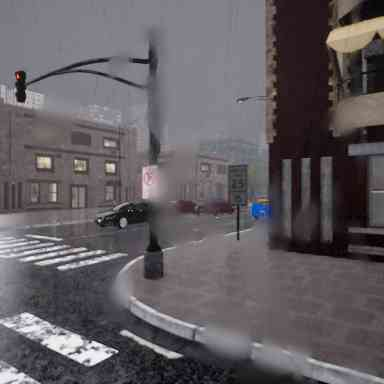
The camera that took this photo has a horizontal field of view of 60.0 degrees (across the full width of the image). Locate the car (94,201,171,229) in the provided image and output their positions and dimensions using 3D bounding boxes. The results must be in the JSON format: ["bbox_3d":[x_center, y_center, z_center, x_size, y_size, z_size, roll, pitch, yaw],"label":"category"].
[{"bbox_3d":[-3.758,1.338,20.539,1.837,1.490,4.892,0,1,35],"label":"car"}]

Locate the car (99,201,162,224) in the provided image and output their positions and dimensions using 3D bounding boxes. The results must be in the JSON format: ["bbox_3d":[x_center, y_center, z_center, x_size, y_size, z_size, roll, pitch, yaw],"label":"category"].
[{"bbox_3d":[-4.353,1.379,24.154,1.947,1.339,4.313,1,1,35],"label":"car"}]

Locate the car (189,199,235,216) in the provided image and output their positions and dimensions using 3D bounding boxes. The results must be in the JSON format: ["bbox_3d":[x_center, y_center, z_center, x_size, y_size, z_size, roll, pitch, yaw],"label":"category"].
[{"bbox_3d":[1.982,1.284,28.582,1.994,1.385,4.181,0,1,36],"label":"car"}]

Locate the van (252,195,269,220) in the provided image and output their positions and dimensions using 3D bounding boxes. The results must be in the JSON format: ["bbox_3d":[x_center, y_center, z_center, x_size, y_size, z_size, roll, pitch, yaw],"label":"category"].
[{"bbox_3d":[5.788,1.058,23.942,1.690,1.788,3.998,1,1,35],"label":"van"}]

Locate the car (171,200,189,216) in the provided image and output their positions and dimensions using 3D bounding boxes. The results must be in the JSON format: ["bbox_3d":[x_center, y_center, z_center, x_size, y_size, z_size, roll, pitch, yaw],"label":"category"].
[{"bbox_3d":[-1.048,1.330,28.793,1.802,1.307,4.206,1,1,35],"label":"car"}]

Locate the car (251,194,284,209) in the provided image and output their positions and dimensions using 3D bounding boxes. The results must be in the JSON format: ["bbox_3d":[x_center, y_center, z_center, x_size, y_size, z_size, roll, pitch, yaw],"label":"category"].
[{"bbox_3d":[8.680,1.068,37.976,1.882,1.535,5.008,0,0,35],"label":"car"}]
